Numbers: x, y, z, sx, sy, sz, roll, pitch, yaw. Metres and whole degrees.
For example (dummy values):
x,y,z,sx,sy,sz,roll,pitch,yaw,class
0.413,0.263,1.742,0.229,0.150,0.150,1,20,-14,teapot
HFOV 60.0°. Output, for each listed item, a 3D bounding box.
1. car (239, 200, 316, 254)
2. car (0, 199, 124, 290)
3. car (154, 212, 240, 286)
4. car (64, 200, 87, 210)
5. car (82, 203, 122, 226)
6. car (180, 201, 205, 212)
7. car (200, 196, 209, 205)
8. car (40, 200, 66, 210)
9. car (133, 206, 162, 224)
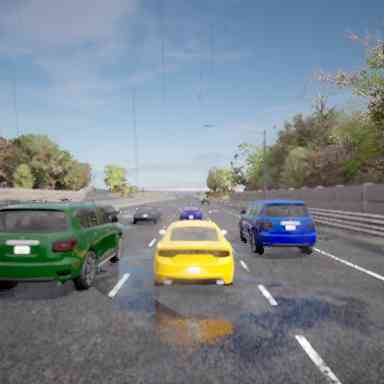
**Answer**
x,y,z,sx,sy,sz,roll,pitch,yaw,class
3.407,1.358,14.232,2.150,2.045,5.566,0,-1,0,car
-3.463,1.295,9.431,2.150,2.045,5.566,0,0,0,car
0.036,1.565,9.689,1.882,1.535,5.008,0,-1,0,car
-17.868,1.931,51.100,1.812,1.442,4.674,0,-1,0,car
-7.066,1.721,26.639,1.837,1.490,4.892,0,-1,0,car
-0.075,1.777,27.843,1.812,1.442,4.674,0,-1,0,car
3.023,2.272,78.841,1.837,1.490,4.892,0,-1,0,car
-21.366,1.996,51.319,1.895,1.301,4.718,0,-1,0,car
-3.568,1.798,27.346,1.994,1.385,4.181,0,-1,0,car
